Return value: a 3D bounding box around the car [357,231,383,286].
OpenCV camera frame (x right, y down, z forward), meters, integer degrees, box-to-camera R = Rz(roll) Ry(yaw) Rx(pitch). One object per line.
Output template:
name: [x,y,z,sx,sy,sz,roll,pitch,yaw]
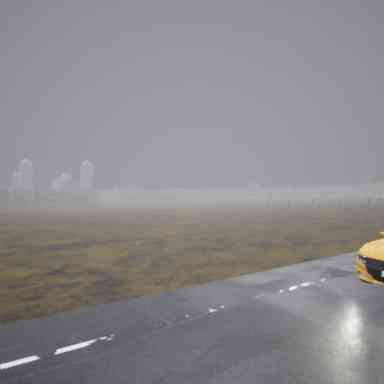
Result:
car: [6.098,1.426,8.343,5.008,1.535,1.882,-1,0,-36]
